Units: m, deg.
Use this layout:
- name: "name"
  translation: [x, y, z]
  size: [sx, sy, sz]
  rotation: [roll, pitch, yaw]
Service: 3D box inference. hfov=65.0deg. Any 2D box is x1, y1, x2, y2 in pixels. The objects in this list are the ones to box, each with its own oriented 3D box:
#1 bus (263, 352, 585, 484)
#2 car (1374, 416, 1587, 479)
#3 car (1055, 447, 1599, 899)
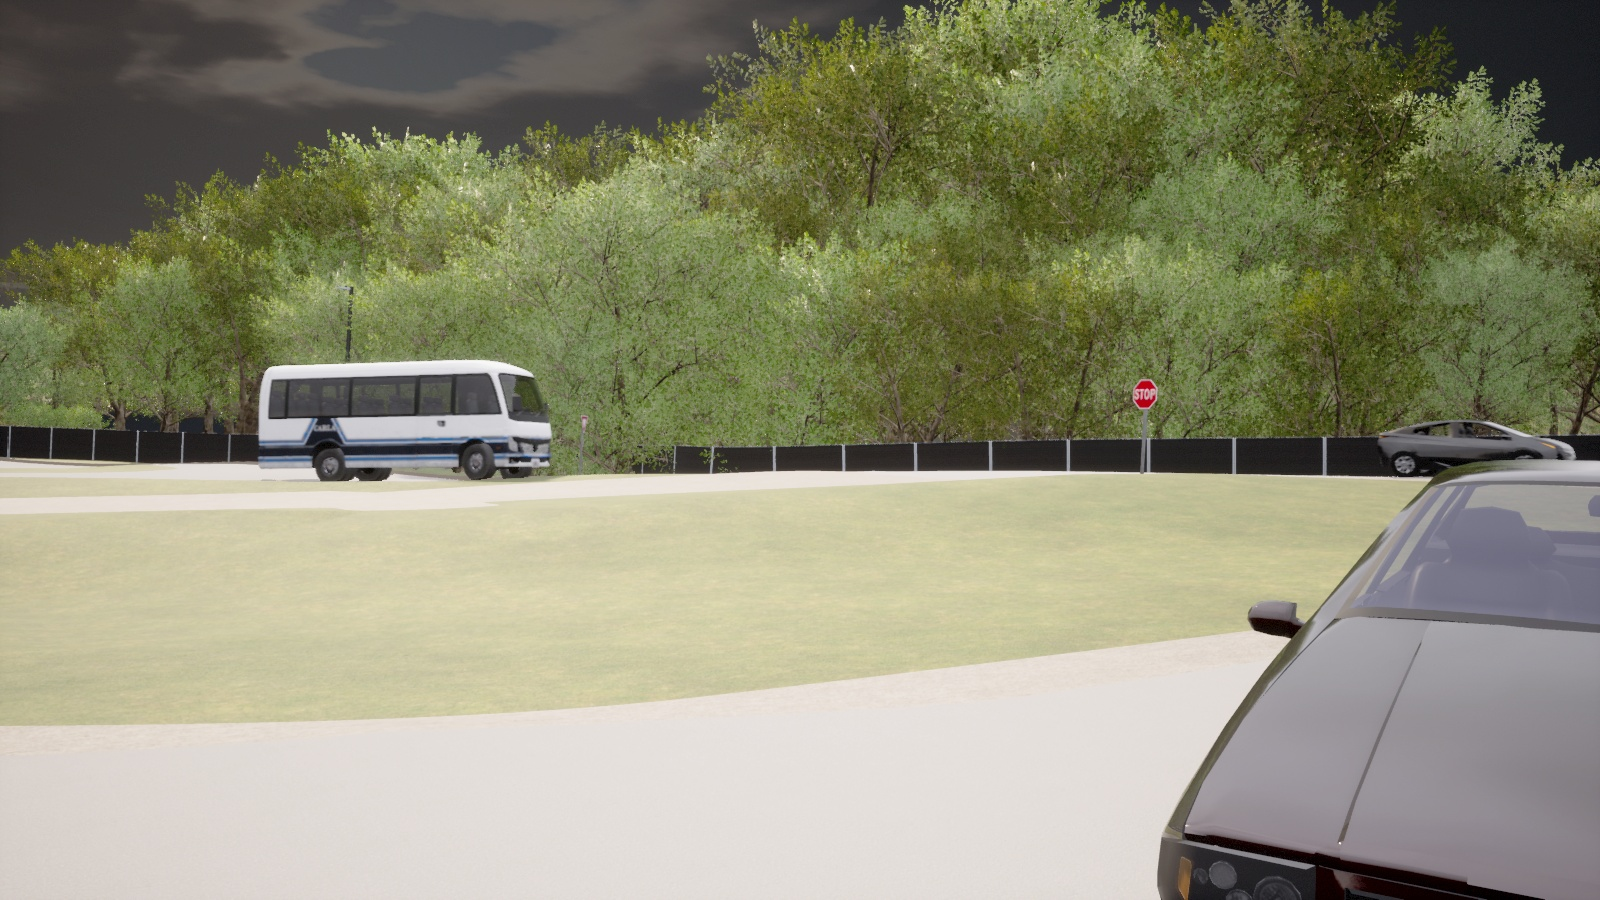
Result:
- name: "bus"
  translation: [-13.179, -0.988, 44.255]
  size: [10.273, 4.253, 3.944]
  rotation: [-1, -1, 14]
- name: "car"
  translation: [17.628, -0.040, 32.673]
  size: [4.514, 1.525, 2.007]
  rotation: [0, 0, 43]
- name: "car"
  translation: [2.824, 0.751, 4.233]
  size: [2.033, 1.411, 5.357]
  rotation: [2, 2, 33]
